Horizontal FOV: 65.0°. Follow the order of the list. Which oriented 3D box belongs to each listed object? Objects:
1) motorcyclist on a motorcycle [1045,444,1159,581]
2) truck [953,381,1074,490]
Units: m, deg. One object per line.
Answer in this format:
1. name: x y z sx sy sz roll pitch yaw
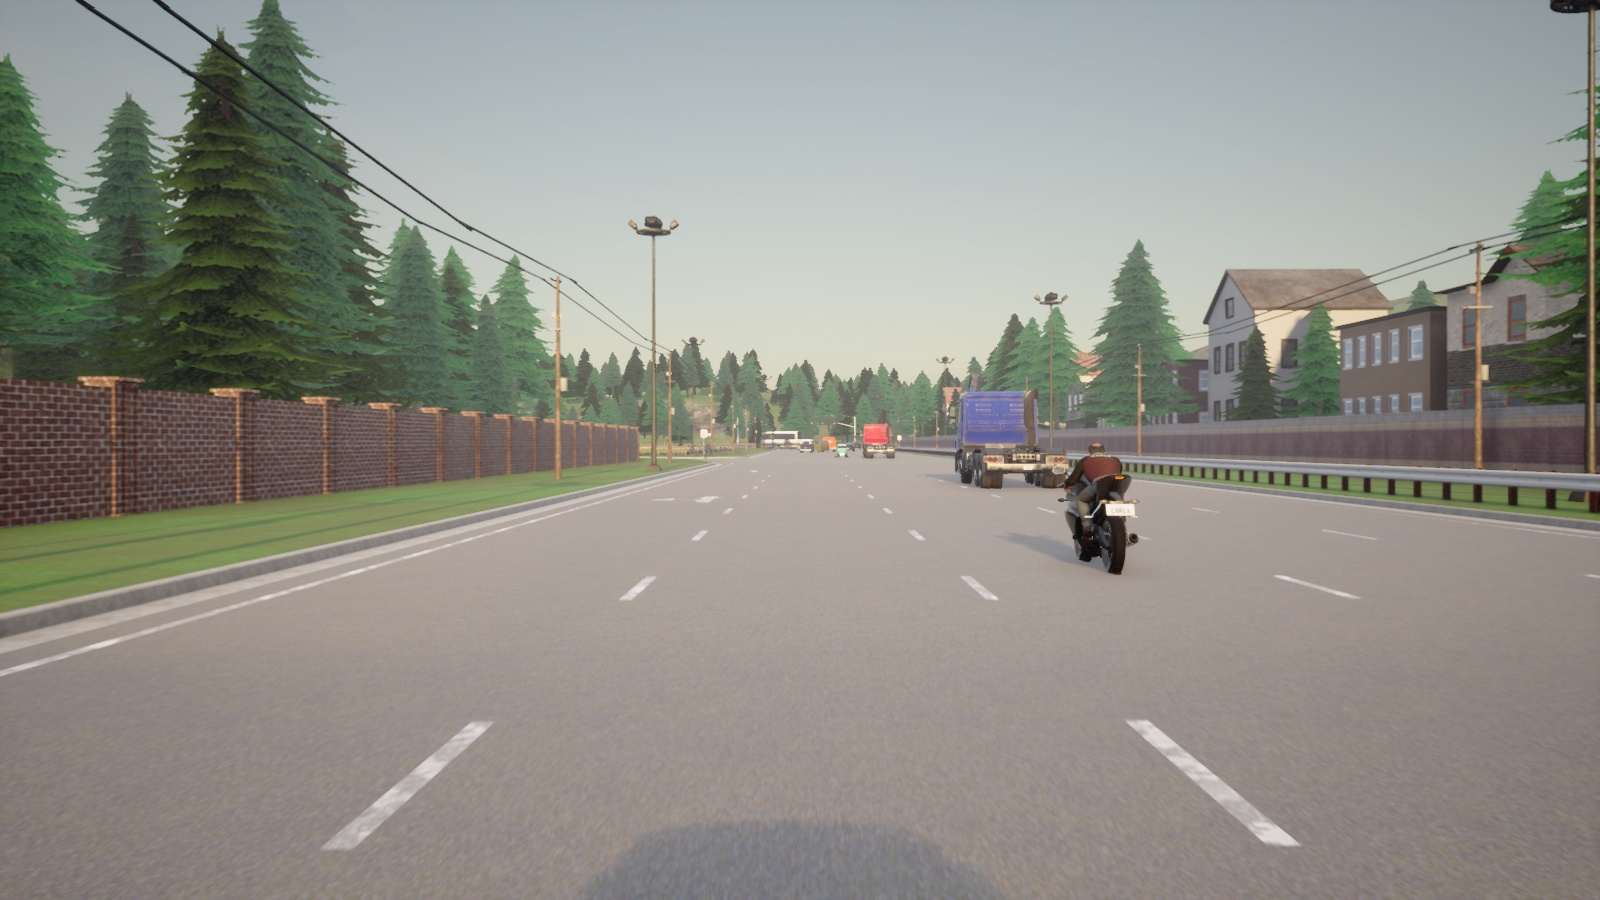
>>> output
1. motorcyclist on a motorcycle: 3.602 0.699 15.193 0.866 1.530 2.191 0 0 0
2. truck: 7.266 -0.477 43.867 2.891 3.462 7.936 0 0 0
